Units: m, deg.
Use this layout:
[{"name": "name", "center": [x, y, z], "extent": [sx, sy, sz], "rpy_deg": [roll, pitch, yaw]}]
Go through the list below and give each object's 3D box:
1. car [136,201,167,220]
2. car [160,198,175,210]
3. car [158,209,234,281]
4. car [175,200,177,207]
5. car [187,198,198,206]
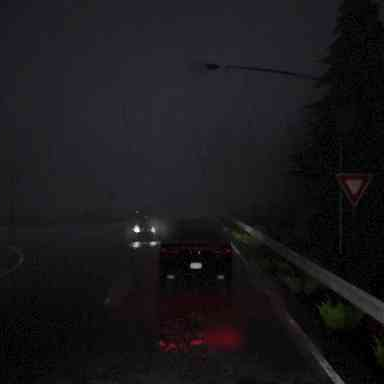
[{"name": "car", "center": [-3.703, 1.767, 29.834], "extent": [1.895, 1.301, 4.718], "rpy_deg": [0, 0, 3]}, {"name": "car", "center": [-3.584, 1.763, 42.614], "extent": [1.812, 1.442, 4.674], "rpy_deg": [0, 0, 0]}, {"name": "car", "center": [0.097, 1.530, 10.073], "extent": [1.882, 1.535, 5.008], "rpy_deg": [0, 0, 0]}, {"name": "car", "center": [-3.565, 1.842, 56.915], "extent": [1.812, 1.442, 4.674], "rpy_deg": [0, -1, 0]}, {"name": "car", "center": [0.111, 1.826, 62.609], "extent": [1.882, 1.535, 5.008], "rpy_deg": [0, 0, 0]}]
